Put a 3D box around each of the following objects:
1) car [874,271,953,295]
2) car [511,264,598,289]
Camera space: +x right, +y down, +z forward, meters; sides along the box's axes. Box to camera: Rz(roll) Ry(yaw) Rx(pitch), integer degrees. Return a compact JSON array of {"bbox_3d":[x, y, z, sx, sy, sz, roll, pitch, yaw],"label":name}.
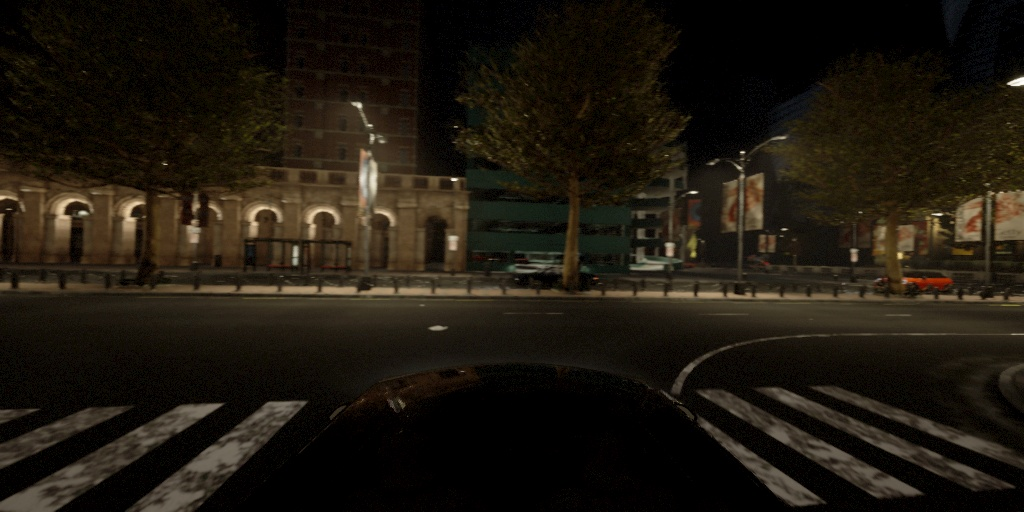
[{"bbox_3d":[29.356,1.859,26.304,4.553,1.767,2.097,1,0,-7],"label":"car"},{"bbox_3d":[2.706,1.361,22.781,5.357,1.411,2.033,1,0,-8],"label":"car"}]
